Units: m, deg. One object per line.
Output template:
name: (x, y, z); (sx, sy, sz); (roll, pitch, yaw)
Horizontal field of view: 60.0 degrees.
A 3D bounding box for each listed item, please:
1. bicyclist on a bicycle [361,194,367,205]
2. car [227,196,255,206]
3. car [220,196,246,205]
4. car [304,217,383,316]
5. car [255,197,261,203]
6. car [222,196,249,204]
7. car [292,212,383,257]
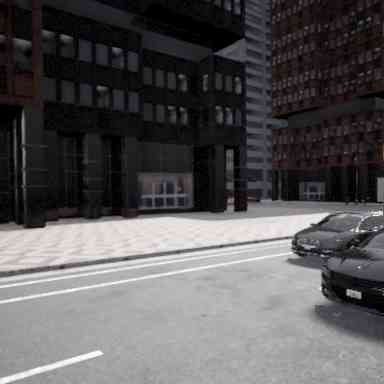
bicyclist on a bicycle: (25.644, 1.120, 49.670); (1.656, 1.620, 0.582); (-2, 1, -36)
car: (7.683, 1.597, 55.217); (1.752, 1.417, 4.829); (-1, 1, -36)
car: (7.429, 1.544, 60.243); (1.837, 1.490, 4.892); (-1, 1, -35)
car: (4.784, 1.456, 7.098); (5.008, 1.535, 1.882); (0, 0, -35)
car: (11.369, 1.487, 64.720); (1.887, 1.381, 4.507); (-2, 1, -36)
car: (8.354, 1.544, 64.197); (2.033, 1.411, 5.357); (-1, 1, -35)
car: (5.512, 1.476, 11.607); (4.892, 1.490, 1.837); (0, 0, -35)
